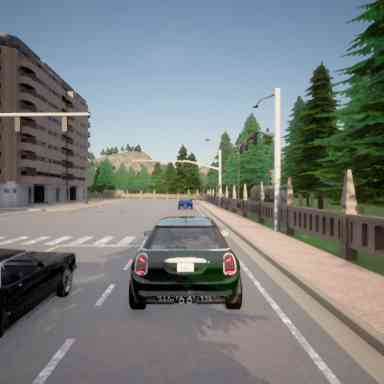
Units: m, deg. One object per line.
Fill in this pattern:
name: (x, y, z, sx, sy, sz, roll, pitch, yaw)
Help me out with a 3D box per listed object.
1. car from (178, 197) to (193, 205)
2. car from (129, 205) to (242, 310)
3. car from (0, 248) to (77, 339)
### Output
car: (-0.874, 1.465, 44.126, 1.882, 1.535, 5.008, 0, 0, -1)
car: (-0.130, 1.350, 7.990, 2.097, 1.767, 4.553, 0, 0, 0)
car: (-3.545, 1.599, 5.618, 1.895, 1.301, 4.718, 0, 0, -1)
